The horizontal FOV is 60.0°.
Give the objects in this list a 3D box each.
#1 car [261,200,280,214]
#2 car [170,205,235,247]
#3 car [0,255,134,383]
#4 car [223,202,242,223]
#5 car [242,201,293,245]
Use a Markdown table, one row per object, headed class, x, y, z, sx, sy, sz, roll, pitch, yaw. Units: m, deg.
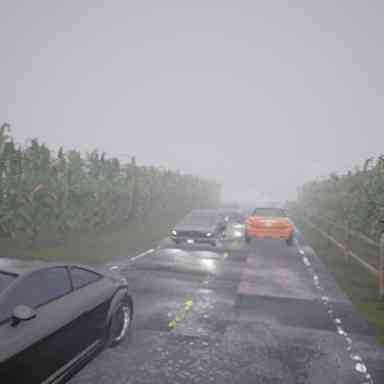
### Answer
| class | x | y | z | sx | sy | sz | roll | pitch | yaw |
| --- | --- | --- | --- | --- | --- | --- | --- | --- | --- |
| car | 9.651 | 1.809 | 40.832 | 2.033 | 1.411 | 5.357 | 2 | 0 | 13 |
| car | 0.563 | 1.545 | 15.509 | 2.033 | 1.411 | 5.357 | 2 | 0 | 13 |
| car | -2.295 | 1.490 | 3.705 | 1.994 | 1.385 | 4.181 | 2 | 0 | 16 |
| car | 3.180 | 1.574 | 26.396 | 1.837 | 1.490 | 4.892 | 2 | 0 | 14 |
| car | 3.856 | 1.448 | 16.629 | 2.097 | 1.767 | 4.553 | 2 | 0 | 14 |
